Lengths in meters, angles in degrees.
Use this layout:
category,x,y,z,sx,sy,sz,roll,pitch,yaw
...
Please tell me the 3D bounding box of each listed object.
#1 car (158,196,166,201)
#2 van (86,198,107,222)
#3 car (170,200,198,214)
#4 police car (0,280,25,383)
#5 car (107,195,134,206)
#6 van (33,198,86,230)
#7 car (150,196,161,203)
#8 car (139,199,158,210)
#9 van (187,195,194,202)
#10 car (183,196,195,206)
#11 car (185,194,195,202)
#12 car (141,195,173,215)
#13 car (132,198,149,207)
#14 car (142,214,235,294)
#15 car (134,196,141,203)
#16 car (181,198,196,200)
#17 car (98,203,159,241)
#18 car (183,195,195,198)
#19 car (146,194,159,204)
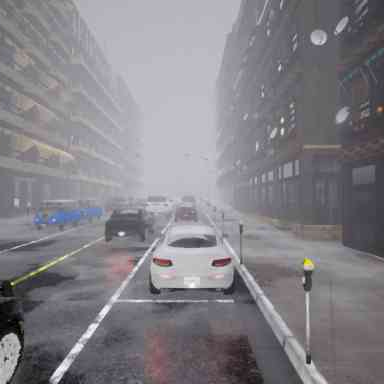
category,x,y,z,sx,sy,sz,roll,pitch,yaw
car,-8.322,1.847,92.652,1.802,1.307,4.206,1,0,0
van,-8.312,1.368,26.285,1.690,1.788,3.998,1,0,0
car,-0.437,1.572,26.224,1.887,1.381,4.507,1,0,0
police car,-3.020,1.426,2.276,1.930,1.638,5.238,0,0,0
car,-8.312,1.366,37.346,2.192,1.841,5.009,1,0,0
van,-8.311,1.359,20.753,1.690,1.788,3.998,2,0,0
car,-8.320,1.725,76.059,1.887,1.381,4.507,1,0,0
car,-5.786,1.670,45.029,1.895,1.301,4.718,0,0,0
van,-0.470,1.576,87.068,1.690,1.788,3.998,1,0,0
car,-0.470,1.553,59.411,1.967,1.590,4.097,1,0,0
car,-0.469,1.521,81.536,2.192,1.841,5.009,1,0,0
car,-3.012,1.260,30.797,2.150,2.045,5.566,0,0,0
car,-8.319,1.661,53.938,1.947,1.339,4.313,1,0,0
car,0.003,1.531,8.653,1.812,1.442,4.674,0,0,0
car,-8.312,1.379,42.876,2.192,1.841,5.009,1,0,0
car,-0.437,1.583,31.754,1.887,1.381,4.507,1,0,0
car,-3.001,1.520,16.698,1.837,1.490,4.892,0,1,0
car,-0.427,1.490,37.286,1.967,1.590,4.097,1,0,0
car,-8.314,1.471,70.528,2.192,1.841,5.009,1,0,0
